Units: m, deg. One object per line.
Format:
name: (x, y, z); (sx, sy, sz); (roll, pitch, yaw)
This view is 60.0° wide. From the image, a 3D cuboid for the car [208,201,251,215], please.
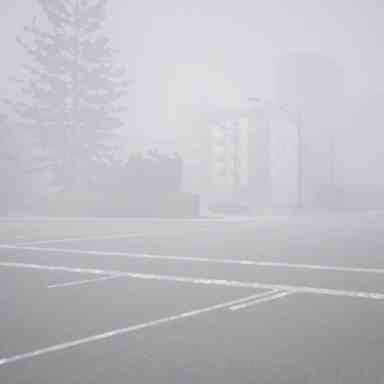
car: (3.693, 1.528, 33.470); (1.895, 1.301, 4.718); (0, 0, -35)
